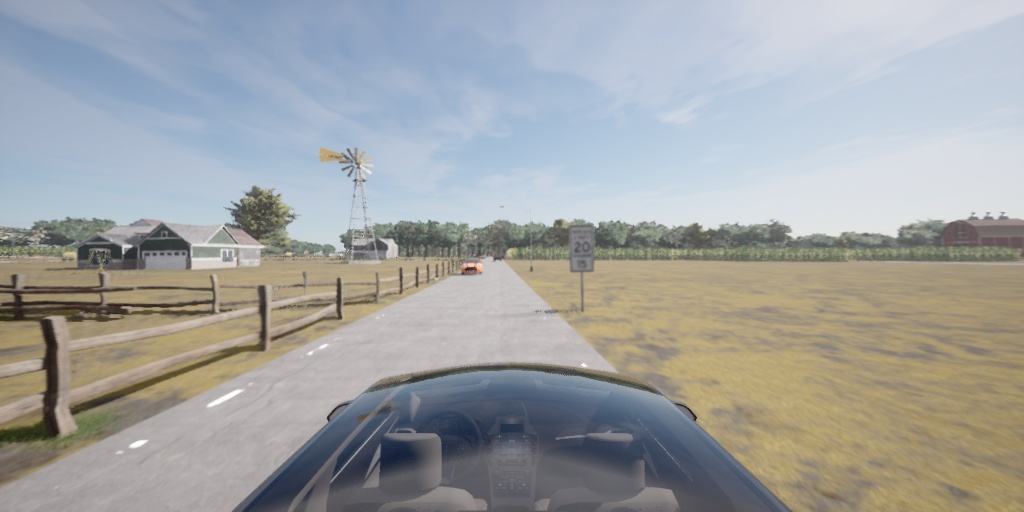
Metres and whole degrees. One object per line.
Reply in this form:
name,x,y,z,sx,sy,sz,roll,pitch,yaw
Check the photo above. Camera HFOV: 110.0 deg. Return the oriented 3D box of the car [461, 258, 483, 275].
car,-4.229,1.037,38.481,2.097,1.767,4.553,-1,0,-2
